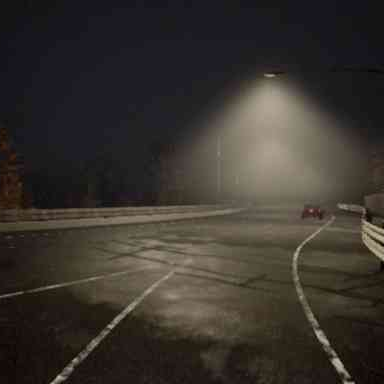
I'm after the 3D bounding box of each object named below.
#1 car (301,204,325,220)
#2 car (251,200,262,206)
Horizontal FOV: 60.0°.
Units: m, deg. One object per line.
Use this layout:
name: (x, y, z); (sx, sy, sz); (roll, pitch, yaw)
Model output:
car: (13.324, 2.049, 36.443); (2.097, 1.767, 4.553); (0, -1, 26)
car: (17.508, 2.983, 90.203); (1.837, 1.490, 4.892); (1, -1, -4)
